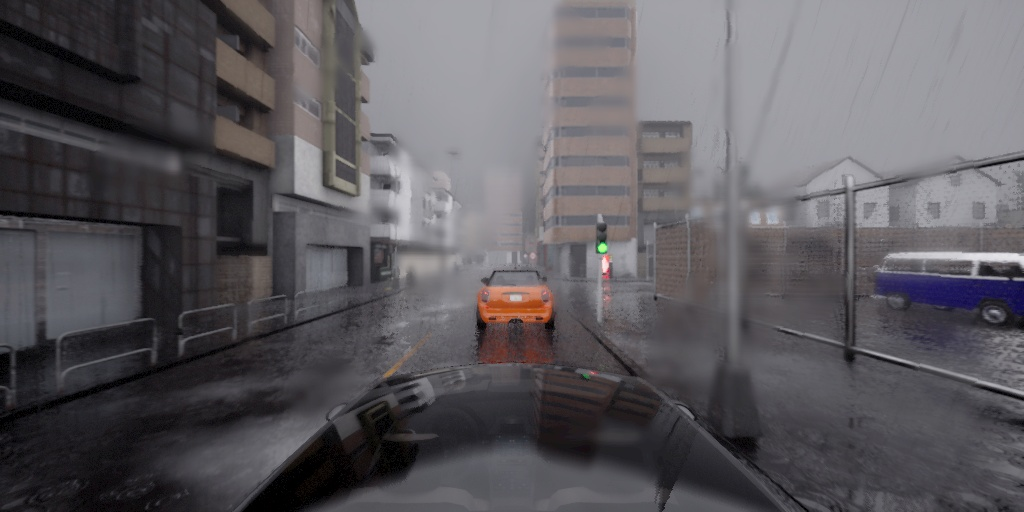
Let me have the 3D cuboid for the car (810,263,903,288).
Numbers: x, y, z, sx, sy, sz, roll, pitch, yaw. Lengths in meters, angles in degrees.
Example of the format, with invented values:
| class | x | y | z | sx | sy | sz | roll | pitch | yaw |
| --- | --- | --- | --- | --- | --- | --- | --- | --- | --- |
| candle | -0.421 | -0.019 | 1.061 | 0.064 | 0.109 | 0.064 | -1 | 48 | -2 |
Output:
| class | x | y | z | sx | sy | sz | roll | pitch | yaw |
| --- | --- | --- | --- | --- | --- | --- | --- | --- | --- |
| car | 23.974 | 1.344 | 25.283 | 4.718 | 1.301 | 1.895 | 0 | 0 | 0 |

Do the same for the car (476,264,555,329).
| class | x | y | z | sx | sy | sz | roll | pitch | yaw |
| --- | --- | --- | --- | --- | --- | --- | --- | --- | --- |
| car | 0.098 | 1.099 | 11.341 | 2.097 | 1.767 | 4.553 | 0 | 0 | 0 |
